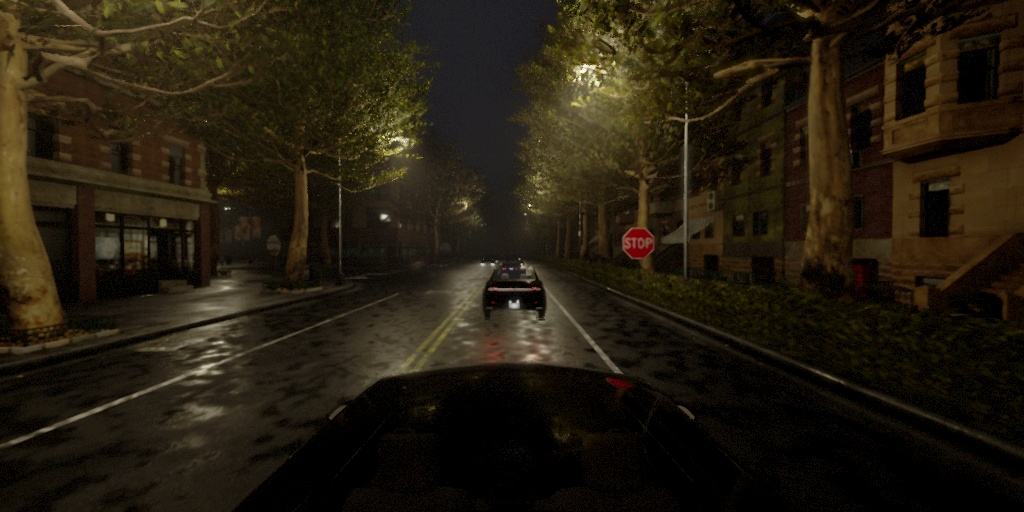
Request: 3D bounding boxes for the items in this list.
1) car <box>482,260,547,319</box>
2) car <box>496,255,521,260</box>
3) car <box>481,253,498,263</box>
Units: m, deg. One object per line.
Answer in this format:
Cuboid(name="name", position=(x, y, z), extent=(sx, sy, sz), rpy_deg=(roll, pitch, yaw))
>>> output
Cuboid(name="car", position=(0.077, 1.070, 11.949), extent=(2.128, 1.511, 4.902), rpy_deg=(0, 1, 0))
Cuboid(name="car", position=(0.081, 0.867, 27.445), extent=(2.033, 1.411, 5.357), rpy_deg=(0, 1, 0))
Cuboid(name="car", position=(-3.567, 0.375, 54.354), extent=(1.837, 1.490, 4.892), rpy_deg=(0, 1, 0))
